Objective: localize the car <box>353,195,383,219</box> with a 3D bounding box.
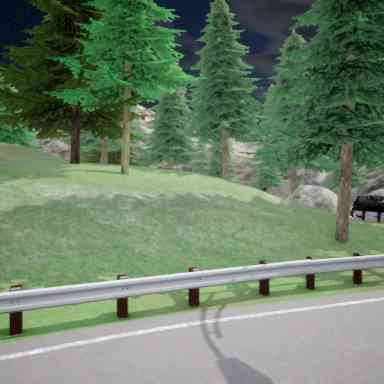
[{"bbox_3d":[15.809,1.247,27.135,2.150,2.045,5.566,0,0,-18],"label":"car"}]
